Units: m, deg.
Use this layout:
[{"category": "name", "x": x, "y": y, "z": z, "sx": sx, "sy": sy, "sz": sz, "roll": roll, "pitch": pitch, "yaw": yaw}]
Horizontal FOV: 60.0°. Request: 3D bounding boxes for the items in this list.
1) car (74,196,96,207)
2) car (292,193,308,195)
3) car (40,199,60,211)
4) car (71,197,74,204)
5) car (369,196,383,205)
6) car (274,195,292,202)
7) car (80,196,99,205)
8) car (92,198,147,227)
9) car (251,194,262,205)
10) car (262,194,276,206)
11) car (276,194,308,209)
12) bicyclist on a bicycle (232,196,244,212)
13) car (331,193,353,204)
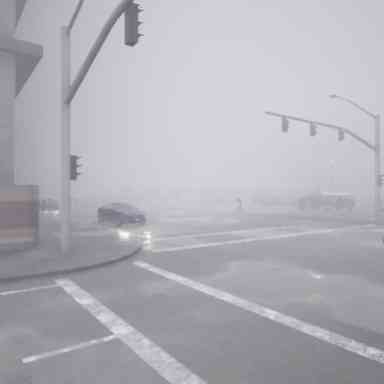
[{"category": "car", "x": -15.624, "y": 1.562, "z": 49.819, "sx": 1.895, "sy": 1.301, "sz": 4.718, "roll": 0, "pitch": 0, "yaw": -35}, {"category": "car", "x": 20.923, "y": 1.217, "z": 68.073, "sx": 4.605, "sy": 1.855, "sz": 1.932, "roll": 0, "pitch": 0, "yaw": -35}, {"category": "car", "x": -17.238, "y": 1.517, "z": 39.838, "sx": 1.994, "sy": 1.385, "sz": 4.181, "roll": 0, "pitch": 0, "yaw": -36}, {"category": "car", "x": -21.248, "y": 1.561, "z": 57.553, "sx": 1.895, "sy": 1.301, "sz": 4.718, "roll": 0, "pitch": 0, "yaw": -36}, {"category": "car", "x": 30.763, "y": 1.460, "z": 54.336, "sx": 3.806, "sy": 1.475, "sz": 1.970, "roll": 0, "pitch": 0, "yaw": -35}, {"category": "car", "x": 19.301, "y": 1.428, "z": 70.474, "sx": 3.905, "sy": 1.438, "sz": 1.784, "roll": 0, "pitch": 0, "yaw": -35}, {"category": "car", "x": -18.388, "y": 1.442, "z": 59.572, "sx": 1.882, "sy": 1.535, "sz": 5.008, "roll": 0, "pitch": 0, "yaw": -36}, {"category": "car", "x": -4.831, "y": 1.432, "z": 22.550, "sx": 1.882, "sy": 1.535, "sz": 5.008, "roll": 0, "pitch": 0, "yaw": -36}, {"category": "car", "x": 11.840, "y": 1.200, "z": 54.838, "sx": 4.605, "sy": 1.855, "sz": 1.932, "roll": 0, "pitch": 0, "yaw": -35}, {"category": "car", "x": 13.432, "y": 1.411, "z": 52.677, "sx": 3.905, "sy": 1.438, "sz": 1.784, "roll": 0, "pitch": 0, "yaw": -35}, {"category": "car", "x": 15.105, "y": 1.442, "z": 50.314, "sx": 3.806, "sy": 1.475, "sz": 1.970, "roll": 0, "pitch": 0, "yaw": -35}, {"category": "bicyclist on a bicycle", "x": 4.729, "y": 1.274, "z": 34.065, "sx": 1.656, "sy": 1.620, "sz": 0.582, "roll": 0, "pitch": 0, "yaw": -36}, {"category": "car", "x": 35.209, "y": 1.241, "z": 78.216, "sx": 3.866, "sy": 1.878, "sz": 1.905, "roll": 0, "pitch": 0, "yaw": -35}]
